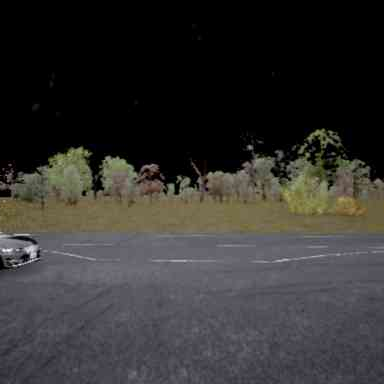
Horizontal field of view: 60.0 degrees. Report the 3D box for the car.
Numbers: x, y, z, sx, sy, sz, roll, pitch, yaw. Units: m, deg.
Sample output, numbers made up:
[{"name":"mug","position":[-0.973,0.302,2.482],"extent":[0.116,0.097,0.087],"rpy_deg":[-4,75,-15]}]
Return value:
[{"name":"car","position":[-7.412,1.746,10.708],"extent":[4.902,1.511,2.128],"rpy_deg":[-1,0,6]}]
